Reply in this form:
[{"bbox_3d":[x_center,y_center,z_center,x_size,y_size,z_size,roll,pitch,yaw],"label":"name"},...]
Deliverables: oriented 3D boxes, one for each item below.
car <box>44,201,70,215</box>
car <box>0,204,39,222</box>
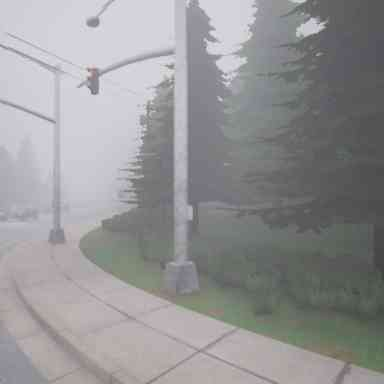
[{"bbox_3d":[-16.346,1.881,40.522,1.882,1.535,5.008,0,-1,-5],"label":"car"},{"bbox_3d":[-15.434,1.828,30.069,1.812,1.442,4.674,0,-1,-4],"label":"car"}]
